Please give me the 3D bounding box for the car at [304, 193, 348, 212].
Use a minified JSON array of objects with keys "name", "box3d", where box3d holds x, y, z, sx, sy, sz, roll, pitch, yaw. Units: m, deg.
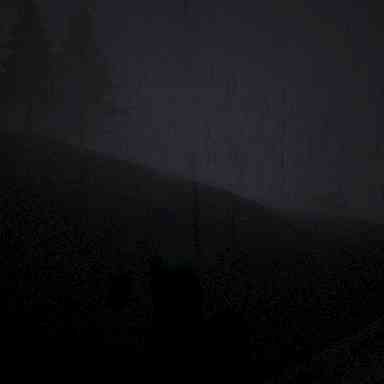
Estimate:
[{"name":"car","box3d":[14.797,1.143,36.947,2.150,2.045,5.566,0,0,-14]}]
